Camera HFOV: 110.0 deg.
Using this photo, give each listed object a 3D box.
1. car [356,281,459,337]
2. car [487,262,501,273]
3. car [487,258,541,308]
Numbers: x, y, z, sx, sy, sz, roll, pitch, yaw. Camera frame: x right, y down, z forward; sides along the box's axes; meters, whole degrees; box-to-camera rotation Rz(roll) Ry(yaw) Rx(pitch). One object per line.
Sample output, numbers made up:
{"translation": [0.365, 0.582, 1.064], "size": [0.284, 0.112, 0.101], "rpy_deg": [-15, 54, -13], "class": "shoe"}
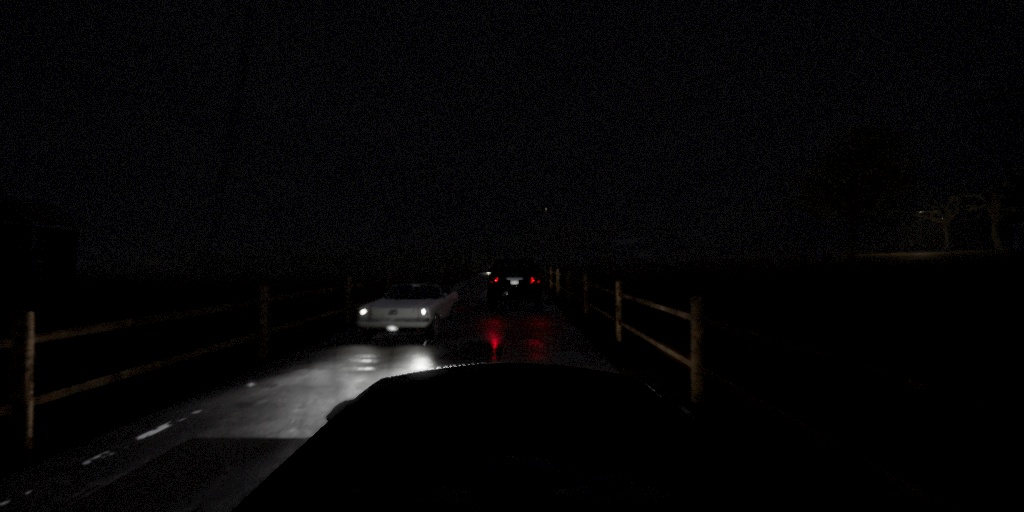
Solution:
{"translation": [-2.849, 1.445, 10.770], "size": [1.895, 1.301, 4.718], "rpy_deg": [0, -1, 0], "class": "car"}
{"translation": [-2.740, 1.681, 55.150], "size": [1.882, 1.535, 5.008], "rpy_deg": [0, 0, 0], "class": "car"}
{"translation": [0.099, 1.117, 16.165], "size": [2.150, 2.045, 5.566], "rpy_deg": [0, -1, 0], "class": "car"}
